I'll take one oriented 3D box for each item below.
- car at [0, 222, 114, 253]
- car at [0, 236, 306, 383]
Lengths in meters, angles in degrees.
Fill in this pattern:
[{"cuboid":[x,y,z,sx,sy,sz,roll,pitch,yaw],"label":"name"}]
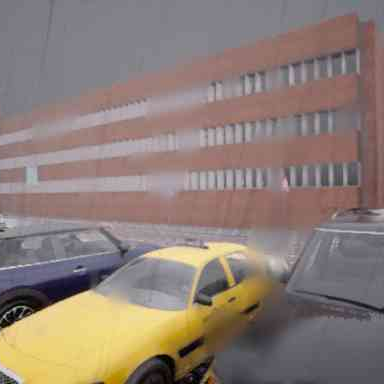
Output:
[{"cuboid":[-2.388,1.403,6.667,2.185,1.767,4.553,-1,0,36],"label":"car"},{"cuboid":[-0.179,1.501,4.898,1.946,1.575,5.366,-1,0,36],"label":"car"}]
